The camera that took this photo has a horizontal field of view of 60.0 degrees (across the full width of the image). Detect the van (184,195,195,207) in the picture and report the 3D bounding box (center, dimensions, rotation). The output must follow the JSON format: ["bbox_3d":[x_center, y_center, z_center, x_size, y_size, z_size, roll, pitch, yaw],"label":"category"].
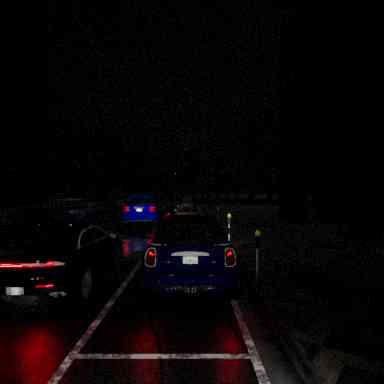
[{"bbox_3d":[-0.384,1.355,50.761,1.690,1.788,3.998,0,0,0],"label":"van"}]

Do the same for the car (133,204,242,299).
[{"bbox_3d":[-0.032,1.353,8.620,2.097,1.767,4.553,0,0,0],"label":"car"}]

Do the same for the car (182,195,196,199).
[{"bbox_3d":[-0.384,1.446,34.448,1.967,1.590,4.097,0,0,0],"label":"car"}]

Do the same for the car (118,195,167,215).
[{"bbox_3d":[-3.145,1.218,22.447,2.150,2.045,5.566,0,-1,0],"label":"car"}]

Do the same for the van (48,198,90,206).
[{"bbox_3d":[-8.909,1.344,23.573,1.690,1.788,3.998,0,0,0],"label":"van"}]

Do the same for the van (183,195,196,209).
[{"bbox_3d":[-0.384,1.353,45.324,1.690,1.788,3.998,0,0,0],"label":"van"}]

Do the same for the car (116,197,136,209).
[{"bbox_3d":[-8.910,1.452,45.324,1.967,1.590,4.097,0,0,0],"label":"car"}]

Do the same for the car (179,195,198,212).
[{"bbox_3d":[-0.384,1.324,39.886,2.192,1.841,5.009,0,0,0],"label":"car"}]

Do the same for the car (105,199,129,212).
[{"bbox_3d":[-8.909,1.534,39.716,1.752,1.417,4.829,0,0,0],"label":"car"}]

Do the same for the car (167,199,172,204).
[{"bbox_3d":[-3.047,1.501,38.545,2.128,1.511,4.902,0,0,0],"label":"car"}]

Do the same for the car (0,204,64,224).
[{"bbox_3d":[-8.909,1.567,18.136,1.947,1.339,4.313,0,0,0],"label":"car"}]

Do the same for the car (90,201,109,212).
[{"bbox_3d":[-8.909,1.529,28.841,1.752,1.417,4.829,0,0,0],"label":"car"}]

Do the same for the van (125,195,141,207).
[{"bbox_3d":[-8.910,1.355,50.762,1.690,1.788,3.998,0,0,0],"label":"van"}]

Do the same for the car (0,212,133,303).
[{"bbox_3d":[-3.050,1.493,8.184,2.128,1.511,4.902,0,0,0],"label":"car"}]

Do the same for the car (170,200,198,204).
[{"bbox_3d":[-0.384,1.528,23.743,1.752,1.417,4.829,0,0,0],"label":"car"}]

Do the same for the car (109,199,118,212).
[{"bbox_3d":[-8.909,1.572,34.448,1.947,1.339,4.313,0,0,0],"label":"car"}]

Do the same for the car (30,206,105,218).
[{"bbox_3d":[-6.246,1.602,17.315,1.895,1.301,4.718,0,0,0],"label":"car"}]
